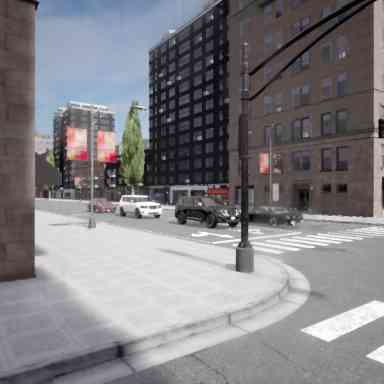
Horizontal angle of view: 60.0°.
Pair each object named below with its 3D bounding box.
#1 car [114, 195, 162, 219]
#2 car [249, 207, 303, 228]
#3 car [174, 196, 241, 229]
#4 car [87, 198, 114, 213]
[{"bbox_3d":[-4.935,1.325,31.034,2.150,2.045,5.566,0,0,-36],"label":"car"},{"bbox_3d":[5.144,1.662,22.968,1.895,1.301,4.718,0,0,-36],"label":"car"},{"bbox_3d":[0.936,1.286,22.901,2.150,2.045,5.566,0,0,-36],"label":"car"},{"bbox_3d":[-10.595,1.492,38.885,2.097,1.767,4.553,0,0,-36],"label":"car"}]
